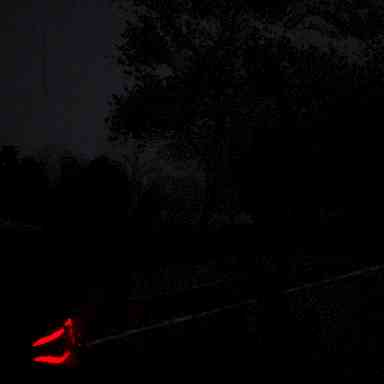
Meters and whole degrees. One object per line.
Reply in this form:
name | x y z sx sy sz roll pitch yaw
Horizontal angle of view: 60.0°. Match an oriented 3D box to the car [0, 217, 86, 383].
car | -3.402 1.219 1.565 5.566 2.045 2.150 0 0 -35
